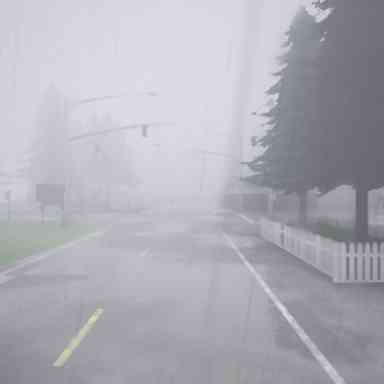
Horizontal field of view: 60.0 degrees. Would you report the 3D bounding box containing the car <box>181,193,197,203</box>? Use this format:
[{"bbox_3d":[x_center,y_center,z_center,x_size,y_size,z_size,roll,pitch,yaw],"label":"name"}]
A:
[{"bbox_3d":[-1.073,1.350,75.525,2.150,2.045,5.566,0,0,36],"label":"car"}]

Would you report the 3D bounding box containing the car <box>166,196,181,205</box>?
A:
[{"bbox_3d":[-3.548,1.675,60.376,1.994,1.385,4.181,0,0,1],"label":"car"}]

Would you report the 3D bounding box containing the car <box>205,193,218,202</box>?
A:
[{"bbox_3d":[5.603,1.351,76.501,5.566,2.045,2.150,0,0,-26],"label":"car"}]
